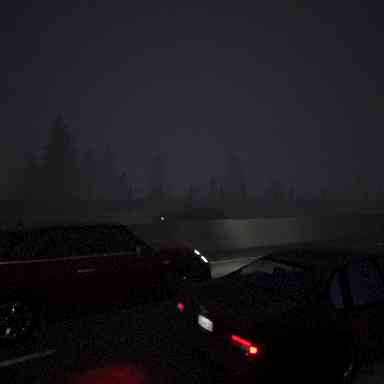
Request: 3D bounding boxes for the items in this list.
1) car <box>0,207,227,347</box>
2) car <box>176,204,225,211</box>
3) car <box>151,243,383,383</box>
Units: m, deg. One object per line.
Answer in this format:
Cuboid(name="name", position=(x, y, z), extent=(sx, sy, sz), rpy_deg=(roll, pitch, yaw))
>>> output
Cuboid(name="car", position=(-1.813, 1.330, 6.498), extent=(4.553, 1.767, 2.097), rpy_deg=(0, 0, -34))
Cuboid(name="car", position=(-0.200, 1.459, 19.931), extent=(4.902, 1.511, 2.128), rpy_deg=(0, 0, -28))
Cuboid(name="car", position=(2.287, 1.542, 5.096), extent=(5.357, 1.411, 2.033), rpy_deg=(0, 0, -32))
